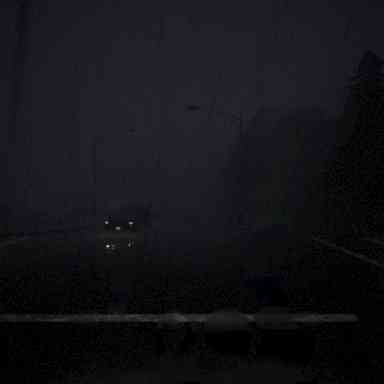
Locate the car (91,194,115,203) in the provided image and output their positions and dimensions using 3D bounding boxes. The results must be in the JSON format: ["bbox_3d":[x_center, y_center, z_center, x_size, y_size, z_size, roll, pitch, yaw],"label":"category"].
[{"bbox_3d":[-17.603,1.168,62.170,5.027,1.636,2.152,0,0,0],"label":"car"}]

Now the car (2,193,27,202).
[{"bbox_3d":[-34.984,1.112,65.324,4.605,1.855,1.932,0,0,0],"label":"car"}]

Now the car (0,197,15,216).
[{"bbox_3d":[-17.358,1.389,27.886,3.633,1.501,1.845,0,0,0],"label":"car"}]

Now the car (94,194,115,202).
[{"bbox_3d":[-17.921,1.247,68.587,3.806,1.475,1.970,0,0,0],"label":"car"}]

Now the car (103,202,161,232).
[{"bbox_3d":[-3.655,1.552,20.445,2.033,1.411,5.357,0,0,7],"label":"car"}]

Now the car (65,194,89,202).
[{"bbox_3d":[-24.967,1.312,72.256,4.514,1.523,2.007,0,0,0],"label":"car"}]

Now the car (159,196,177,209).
[{"bbox_3d":[-3.454,1.495,46.105,1.882,1.535,5.008,0,0,0],"label":"car"}]

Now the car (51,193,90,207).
[{"bbox_3d":[-17.205,1.112,46.469,4.605,1.855,1.932,0,0,0],"label":"car"}]

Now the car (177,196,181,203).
[{"bbox_3d":[-3.429,1.514,71.623,1.812,1.442,4.674,0,0,0],"label":"car"}]
